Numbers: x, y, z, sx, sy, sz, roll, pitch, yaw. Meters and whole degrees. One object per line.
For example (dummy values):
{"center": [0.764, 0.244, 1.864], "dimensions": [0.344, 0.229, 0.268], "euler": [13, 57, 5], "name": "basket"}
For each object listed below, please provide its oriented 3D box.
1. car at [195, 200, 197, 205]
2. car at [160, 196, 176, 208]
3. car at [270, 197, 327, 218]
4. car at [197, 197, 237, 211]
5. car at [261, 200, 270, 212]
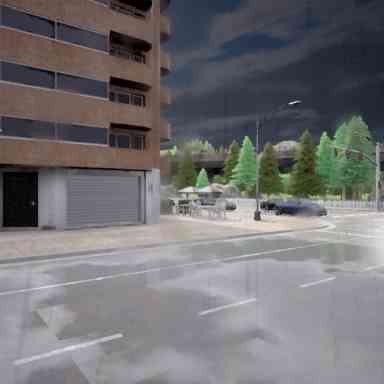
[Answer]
{"center": [2.386, 1.437, 44.796], "dimensions": [2.128, 1.511, 4.902], "euler": [0, 0, -39], "name": "car"}
{"center": [-4.322, 1.297, 47.041], "dimensions": [4.553, 1.767, 2.097], "euler": [0, 0, 40], "name": "car"}
{"center": [9.545, 1.296, 29.338], "dimensions": [2.097, 1.767, 4.553], "euler": [0, 0, -36], "name": "car"}
{"center": [3.059, 1.450, 38.260], "dimensions": [1.837, 1.490, 4.892], "euler": [0, 0, -37], "name": "car"}
{"center": [9.598, 1.422, 35.246], "dimensions": [1.882, 1.535, 5.008], "euler": [0, 0, -36], "name": "car"}
